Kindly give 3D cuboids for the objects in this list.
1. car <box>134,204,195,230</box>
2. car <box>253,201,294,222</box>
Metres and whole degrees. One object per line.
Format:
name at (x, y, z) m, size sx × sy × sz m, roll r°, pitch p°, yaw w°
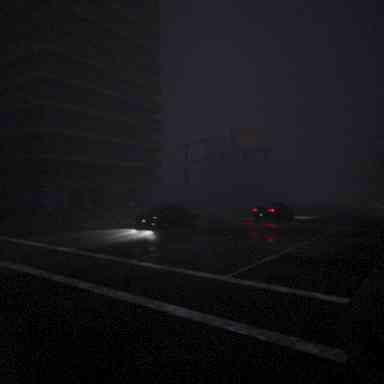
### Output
car at (-1.597, 1.445, 20.475) m, size 1.994 × 1.385 × 4.181 m, roll 0°, pitch 1°, yaw 36°
car at (6.126, 1.387, 24.972) m, size 1.812 × 1.442 × 4.674 m, roll 0°, pitch 1°, yaw 35°
